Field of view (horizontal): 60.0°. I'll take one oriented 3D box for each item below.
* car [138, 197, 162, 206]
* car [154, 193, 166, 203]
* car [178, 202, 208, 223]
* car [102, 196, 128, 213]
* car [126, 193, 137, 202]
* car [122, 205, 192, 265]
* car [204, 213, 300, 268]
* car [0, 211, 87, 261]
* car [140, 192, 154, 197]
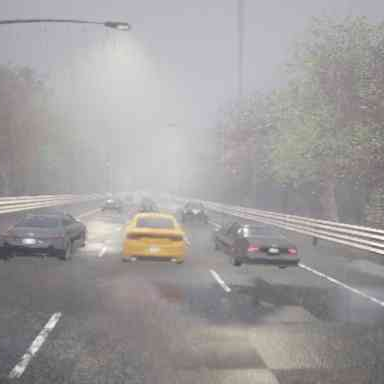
[{"bbox_3d":[-4.338,1.532,32.703,2.033,1.411,5.357,4,0,-8],"label":"car"},{"bbox_3d":[-6.779,1.673,75.016,2.033,1.411,5.357,4,0,-8],"label":"car"},{"bbox_3d":[-0.015,1.567,27.164,2.097,1.767,4.553,4,0,-8],"label":"car"},{"bbox_3d":[-8.075,1.307,34.195,2.033,1.411,5.357,4,0,-8],"label":"car"},{"bbox_3d":[-12.823,1.245,67.845,2.033,1.411,5.357,4,0,-8],"label":"car"},{"bbox_3d":[-1.391,1.487,11.865,1.882,1.535,5.008,4,0,-8],"label":"car"},{"bbox_3d":[2.064,1.779,12.331,2.033,1.411,5.357,4,0,-8],"label":"car"},{"bbox_3d":[-4.849,1.350,11.329,1.994,1.385,4.181,4,0,-8],"label":"car"},{"bbox_3d":[-8.834,1.410,64.587,1.882,1.535,5.008,4,0,-8],"label":"car"}]
